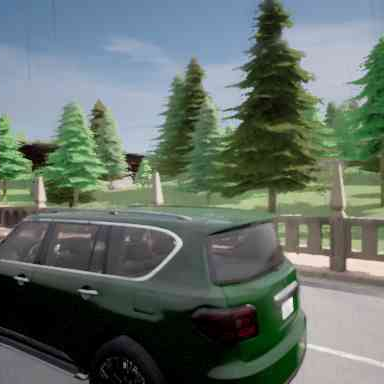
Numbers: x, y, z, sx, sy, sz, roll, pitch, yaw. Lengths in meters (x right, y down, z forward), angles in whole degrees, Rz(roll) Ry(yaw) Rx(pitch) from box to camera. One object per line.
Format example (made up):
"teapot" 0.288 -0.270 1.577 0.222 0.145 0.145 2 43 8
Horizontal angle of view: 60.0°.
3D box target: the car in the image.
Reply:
"car" -1.322 1.213 4.673 5.566 2.045 2.150 0 0 33
